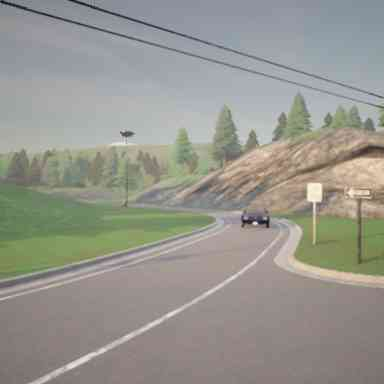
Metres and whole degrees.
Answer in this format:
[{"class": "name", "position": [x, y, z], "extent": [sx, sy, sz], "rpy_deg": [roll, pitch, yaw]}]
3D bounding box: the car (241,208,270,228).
[{"class": "car", "position": [4.552, 1.759, 23.921], "extent": [1.895, 1.301, 4.718], "rpy_deg": [0, 0, 10]}]
